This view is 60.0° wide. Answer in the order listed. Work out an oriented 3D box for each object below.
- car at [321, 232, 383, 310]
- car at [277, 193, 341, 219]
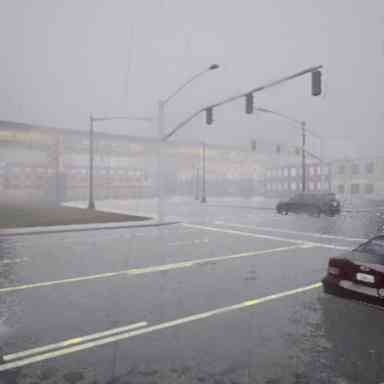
[{"bbox_3d":[5.030,1.511,7.155,5.357,1.411,2.033,0,0,-35],"label":"car"},{"bbox_3d":[9.703,1.077,28.054,2.150,2.045,5.566,0,0,-31],"label":"car"}]
